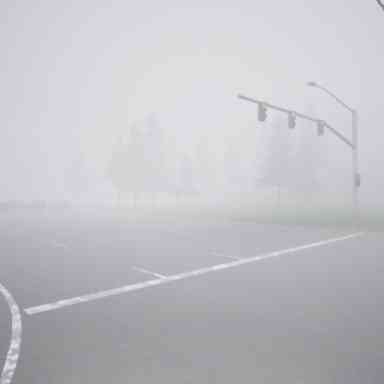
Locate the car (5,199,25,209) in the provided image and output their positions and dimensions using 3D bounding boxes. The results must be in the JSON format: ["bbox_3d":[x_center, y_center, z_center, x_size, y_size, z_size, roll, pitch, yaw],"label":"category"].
[{"bbox_3d":[-28.756,1.904,53.872,1.837,1.490,4.892,0,0,-41],"label":"car"}]

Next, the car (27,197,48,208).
[{"bbox_3d":[-26.114,1.755,56.168,2.097,1.767,4.553,0,0,-41],"label":"car"}]

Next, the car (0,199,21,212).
[{"bbox_3d":[-24.629,1.807,43.919,1.882,1.535,5.008,0,0,-41],"label":"car"}]

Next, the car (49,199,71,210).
[{"bbox_3d":[-19.332,1.828,48.495,2.128,1.511,4.902,0,0,-41],"label":"car"}]

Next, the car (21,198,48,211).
[{"bbox_3d":[-22.009,1.811,46.239,1.882,1.535,5.008,0,0,-41],"label":"car"}]
